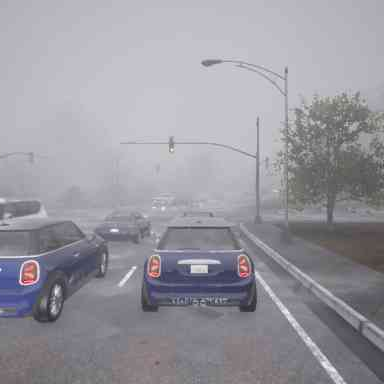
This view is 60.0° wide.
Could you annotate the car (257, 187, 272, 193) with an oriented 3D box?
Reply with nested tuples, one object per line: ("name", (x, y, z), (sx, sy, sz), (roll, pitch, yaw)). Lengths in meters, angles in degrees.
("car", (19.799, -0.524, 90.386), (2.128, 1.511, 4.902), (0, 3, 38))

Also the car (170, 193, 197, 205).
("car", (-1.318, 1.264, 55.593), (2.150, 2.045, 5.566), (0, 1, 16))

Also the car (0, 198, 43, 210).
("car", (-7.019, 1.239, 11.569), (2.150, 2.045, 5.566), (0, 0, 1))

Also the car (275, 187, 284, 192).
("car", (23.399, -0.601, 89.366), (1.882, 1.535, 5.008), (0, 3, 38))

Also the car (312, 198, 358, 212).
("car", (16.433, 1.531, 38.418), (4.892, 1.490, 1.837), (-1, 0, 4))

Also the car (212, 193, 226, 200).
("car", (5.864, 0.925, 74.070), (1.895, 1.301, 4.718), (0, 3, 26))

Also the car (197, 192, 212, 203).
("car", (1.784, 1.325, 64.625), (1.812, 1.442, 4.674), (0, 2, 21))

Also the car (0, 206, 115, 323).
("car", (-3.365, 1.361, 7.392), (2.097, 1.767, 4.553), (0, 0, 0))

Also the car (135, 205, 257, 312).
("car", (0.139, 1.361, 7.896), (2.097, 1.767, 4.553), (0, 0, 0))

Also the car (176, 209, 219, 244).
("car", (0.326, 1.632, 16.927), (1.895, 1.301, 4.718), (0, 0, 2))

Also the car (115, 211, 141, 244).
("car", (-3.200, 1.593, 16.004), (1.994, 1.385, 4.181), (0, 0, 2))

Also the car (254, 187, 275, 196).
("car", (17.659, 0.140, 80.965), (2.128, 1.511, 4.902), (0, 3, 33))

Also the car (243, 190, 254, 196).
("car", (14.130, 0.204, 81.901), (1.812, 1.442, 4.674), (0, 3, 33))

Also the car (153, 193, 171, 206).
("car", (-4.723, 1.269, 56.427), (2.150, 2.045, 5.566), (0, 1, 15))

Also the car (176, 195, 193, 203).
("car", (-1.464, 1.365, 65.929), (1.994, 1.385, 4.181), (0, 2, 20))
